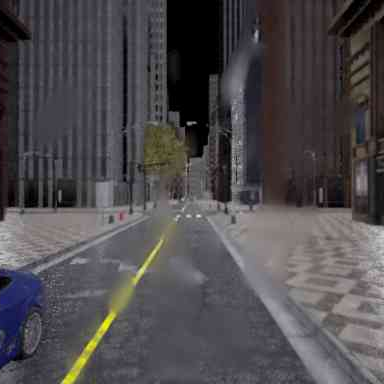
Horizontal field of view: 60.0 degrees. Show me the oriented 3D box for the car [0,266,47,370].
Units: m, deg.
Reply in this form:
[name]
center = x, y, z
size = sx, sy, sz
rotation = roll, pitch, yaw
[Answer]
[car]
center = -3.101, 1.565, 3.334
size = 1.812, 1.442, 4.674
rotation = 0, -1, 0
